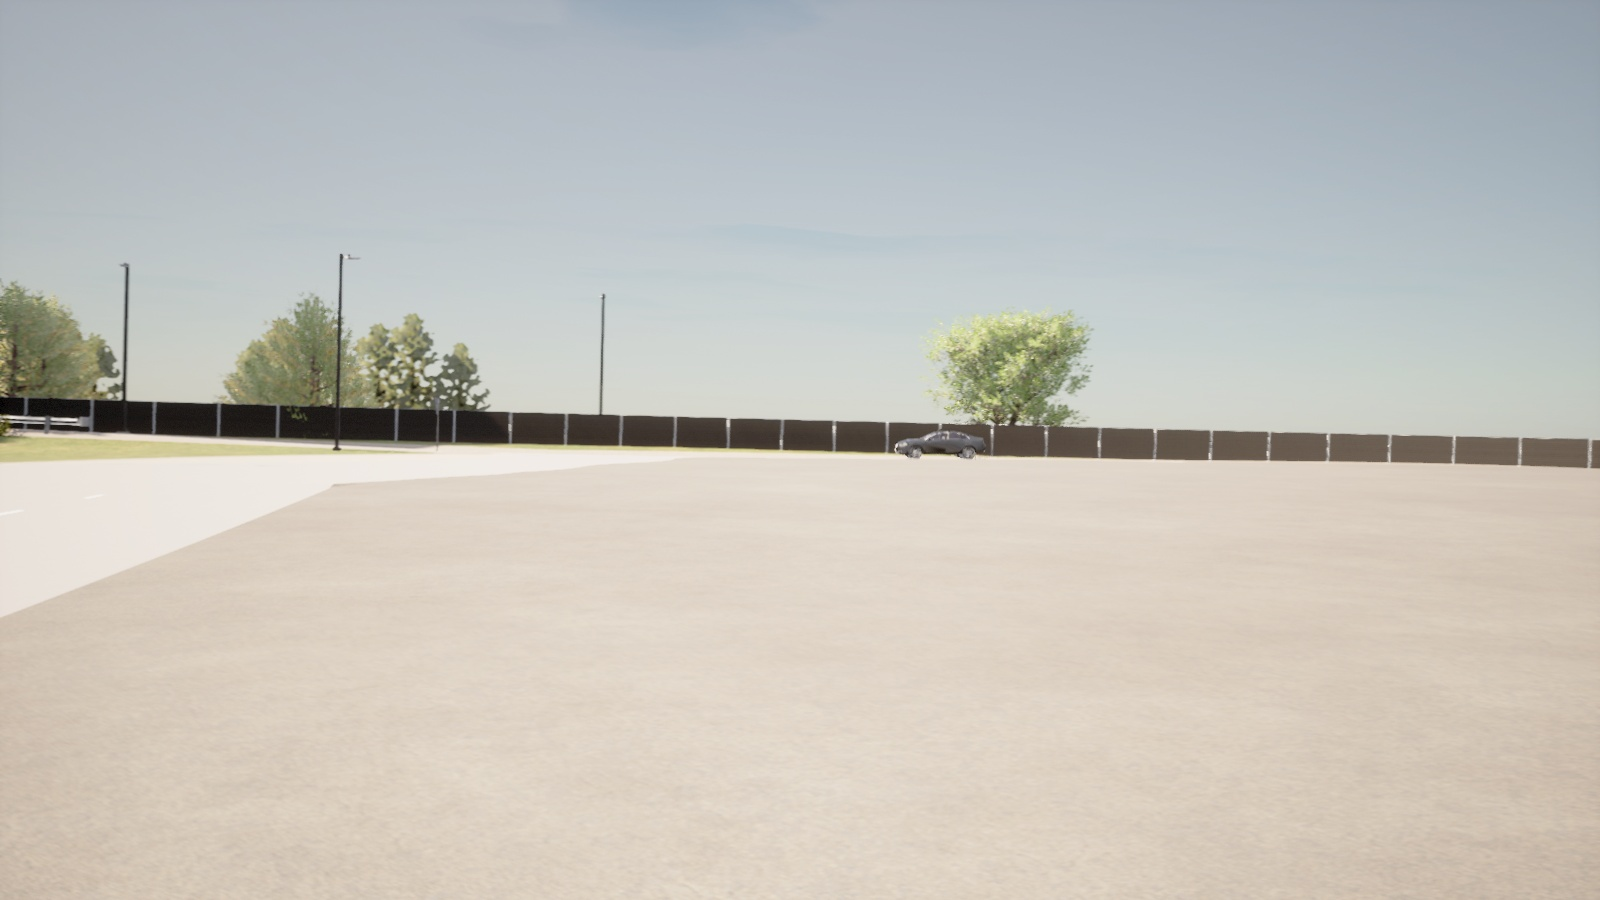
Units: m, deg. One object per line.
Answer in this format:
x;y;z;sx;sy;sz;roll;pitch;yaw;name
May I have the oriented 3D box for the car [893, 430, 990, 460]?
7.581;-0.273;67.644;4.902;1.511;2.128;1;0;-4;car
